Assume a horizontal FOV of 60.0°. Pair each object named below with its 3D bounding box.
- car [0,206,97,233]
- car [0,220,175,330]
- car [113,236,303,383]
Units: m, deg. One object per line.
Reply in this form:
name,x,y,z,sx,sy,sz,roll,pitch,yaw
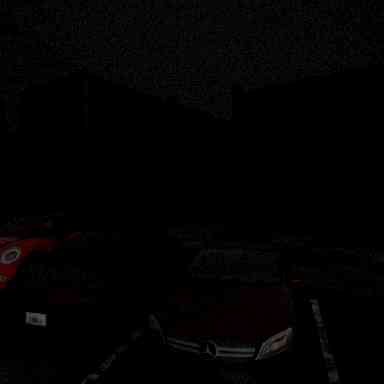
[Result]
car,-4.093,1.363,9.067,2.185,1.767,4.553,1,-1,16
car,-1.674,1.516,7.258,2.163,1.488,4.792,1,-1,16
car,0.775,1.526,5.539,2.002,1.452,4.674,1,-1,16
